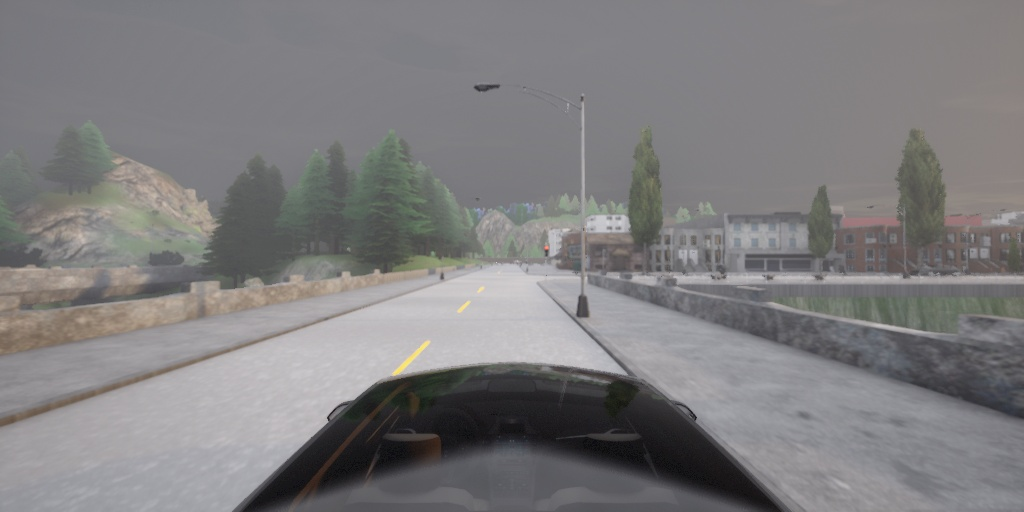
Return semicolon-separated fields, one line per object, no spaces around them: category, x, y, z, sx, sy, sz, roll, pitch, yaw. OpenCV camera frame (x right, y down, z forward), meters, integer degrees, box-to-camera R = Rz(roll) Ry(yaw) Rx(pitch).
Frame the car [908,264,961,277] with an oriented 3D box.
car;49.314;1.727;41.877;4.892;1.490;1.837;0;-1;0
